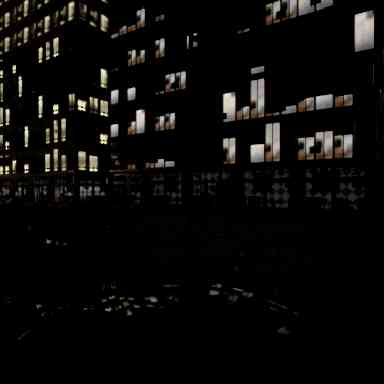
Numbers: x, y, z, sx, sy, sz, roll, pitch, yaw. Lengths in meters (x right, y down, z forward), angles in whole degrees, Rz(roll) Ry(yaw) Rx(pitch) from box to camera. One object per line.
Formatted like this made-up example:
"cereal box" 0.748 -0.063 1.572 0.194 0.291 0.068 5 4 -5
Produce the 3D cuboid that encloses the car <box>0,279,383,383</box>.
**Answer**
"car" -0.441 1.566 3.184 4.313 1.339 1.947 0 0 36
